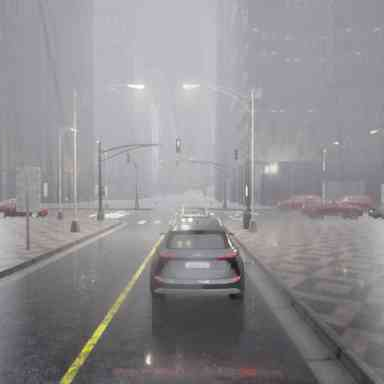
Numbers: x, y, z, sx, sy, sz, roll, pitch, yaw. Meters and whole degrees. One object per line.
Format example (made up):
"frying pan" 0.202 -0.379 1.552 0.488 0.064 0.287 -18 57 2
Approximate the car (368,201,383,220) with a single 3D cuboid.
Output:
"car" 17.827 1.742 29.211 4.313 1.339 1.947 0 1 0

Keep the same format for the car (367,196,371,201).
"car" 17.830 1.353 37.732 5.009 1.841 2.192 0 1 0

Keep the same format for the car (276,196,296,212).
"car" 12.187 1.324 37.727 5.009 1.841 2.192 0 1 0

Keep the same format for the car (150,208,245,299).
"car" 0.126 1.428 8.434 2.033 1.649 4.856 0 0 1

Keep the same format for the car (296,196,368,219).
"car" 12.184 1.462 29.204 5.009 1.841 2.192 0 1 0

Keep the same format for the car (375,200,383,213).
"car" 23.472 1.633 37.740 4.313 1.339 1.947 0 1 0

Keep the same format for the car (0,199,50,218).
"car" -14.858 1.566 29.183 4.507 1.381 1.887 0 1 0

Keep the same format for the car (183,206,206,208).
"car" 0.133 1.507 17.521 1.837 1.490 4.892 0 0 0
